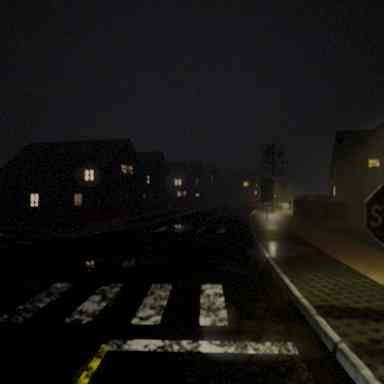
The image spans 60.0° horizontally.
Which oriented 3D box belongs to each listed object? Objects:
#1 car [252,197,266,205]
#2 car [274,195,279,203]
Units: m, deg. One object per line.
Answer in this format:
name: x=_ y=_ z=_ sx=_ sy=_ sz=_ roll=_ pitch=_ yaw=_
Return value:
car: x=11.506 y=1.447 z=56.182 sx=1.895 sy=1.301 sz=4.718 roll=0 pitch=0 yaw=24
car: x=15.709 y=1.283 z=65.538 sx=2.128 sy=1.511 sz=4.902 roll=0 pitch=0 yaw=27
